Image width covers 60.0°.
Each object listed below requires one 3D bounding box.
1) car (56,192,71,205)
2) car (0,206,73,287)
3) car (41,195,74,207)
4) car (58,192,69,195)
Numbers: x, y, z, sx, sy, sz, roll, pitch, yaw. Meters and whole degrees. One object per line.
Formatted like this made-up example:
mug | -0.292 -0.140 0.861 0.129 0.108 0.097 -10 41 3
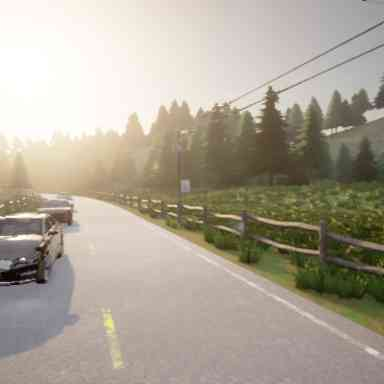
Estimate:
car | -17.139 0.819 44.327 1.837 1.490 4.892 -1 1 -22
car | -4.646 1.374 8.991 2.128 1.511 4.902 -1 1 -15
car | -8.383 1.169 20.470 1.882 1.535 5.008 -1 1 -19
car | -11.972 1.053 30.696 1.812 1.442 4.674 -1 2 -20
